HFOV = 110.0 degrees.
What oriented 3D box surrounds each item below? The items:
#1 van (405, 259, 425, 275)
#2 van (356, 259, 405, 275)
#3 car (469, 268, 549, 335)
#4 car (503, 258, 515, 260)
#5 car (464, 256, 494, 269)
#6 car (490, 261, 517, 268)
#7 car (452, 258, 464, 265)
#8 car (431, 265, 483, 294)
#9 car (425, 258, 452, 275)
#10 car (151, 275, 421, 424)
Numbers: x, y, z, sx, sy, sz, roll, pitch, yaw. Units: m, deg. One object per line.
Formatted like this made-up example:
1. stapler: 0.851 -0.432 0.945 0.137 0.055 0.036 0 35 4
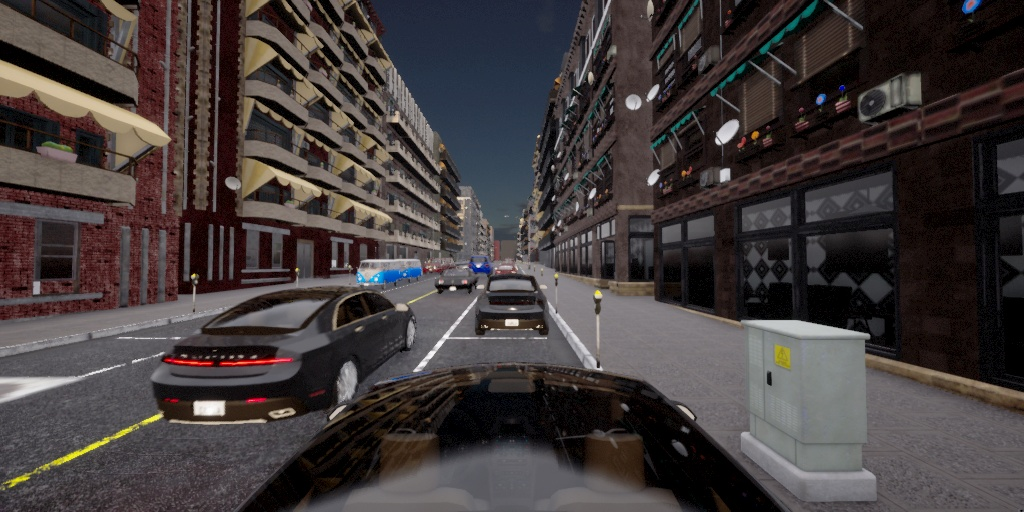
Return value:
1. van: -8.335 1.117 28.134 1.690 1.789 3.998 0 0 0
2. van: -8.335 1.108 22.603 1.690 1.789 3.998 0 0 0
3. car: 0.000 1.259 10.503 1.837 1.490 4.892 0 0 0
4. car: -0.445 1.240 39.134 1.967 1.591 4.097 0 0 0
5. car: -2.986 1.014 34.964 2.150 2.045 5.566 0 0 1
6. car: -0.452 1.322 28.072 1.888 1.381 4.507 0 0 0
7. car: -5.818 1.303 43.955 2.128 1.511 4.902 0 0 1
8. car: -2.980 1.365 20.481 1.895 1.301 4.718 0 0 1
9. car: -8.335 1.115 39.194 2.192 1.841 5.009 0 0 0
10. car: -3.020 1.258 5.999 1.837 1.490 4.892 0 0 0
